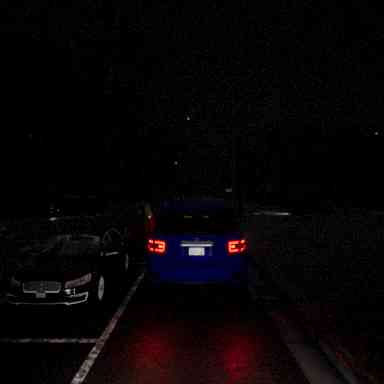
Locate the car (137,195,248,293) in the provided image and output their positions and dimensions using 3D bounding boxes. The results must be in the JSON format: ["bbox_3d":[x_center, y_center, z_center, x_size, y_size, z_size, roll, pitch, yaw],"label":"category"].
[{"bbox_3d":[0.124,1.223,8.991,2.150,2.045,5.566,0,0,1],"label":"car"}]

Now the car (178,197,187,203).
[{"bbox_3d":[-2.368,1.810,80.001,2.008,1.369,4.403,0,0,0],"label":"car"}]

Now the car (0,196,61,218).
[{"bbox_3d":[-15.187,1.389,30.840,5.566,2.045,2.150,-1,0,0],"label":"car"}]

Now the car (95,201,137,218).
[{"bbox_3d":[-2.594,1.319,13.410,2.192,1.841,5.009,0,0,0],"label":"car"}]

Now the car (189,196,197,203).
[{"bbox_3d":[0.260,1.701,75.658,1.882,1.535,5.008,0,0,0],"label":"car"}]

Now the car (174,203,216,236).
[{"bbox_3d":[0.187,1.503,19.535,2.128,1.511,4.902,0,0,1],"label":"car"}]

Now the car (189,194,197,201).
[{"bbox_3d":[0.296,1.488,86.049,2.097,1.767,4.553,0,0,0],"label":"car"}]

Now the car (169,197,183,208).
[{"bbox_3d":[-2.465,1.546,51.558,1.967,1.590,4.097,0,0,0],"label":"car"}]

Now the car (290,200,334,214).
[{"bbox_3d":[12.157,1.500,33.729,4.181,1.385,1.994,0,0,0],"label":"car"}]

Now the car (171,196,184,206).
[{"bbox_3d":[-2.445,1.572,57.246,1.967,1.590,4.097,0,0,0],"label":"car"}]

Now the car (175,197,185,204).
[{"bbox_3d":[-2.406,1.772,68.624,1.802,1.307,4.206,0,0,0],"label":"car"}]

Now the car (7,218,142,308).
[{"bbox_3d":[-2.612,1.552,7.946,2.008,1.369,4.403,0,0,0],"label":"car"}]
